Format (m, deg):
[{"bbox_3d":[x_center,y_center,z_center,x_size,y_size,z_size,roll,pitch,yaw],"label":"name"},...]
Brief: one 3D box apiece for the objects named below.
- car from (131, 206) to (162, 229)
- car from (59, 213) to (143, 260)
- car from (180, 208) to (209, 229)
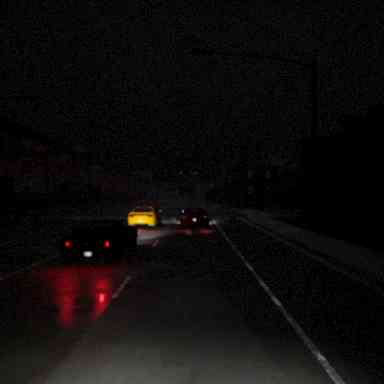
[{"bbox_3d":[-3.288,1.709,23.809,1.882,1.535,5.008,0,-1,0],"label":"car"},{"bbox_3d":[-3.343,1.727,12.950,1.895,1.301,4.718,0,-1,0],"label":"car"},{"bbox_3d":[0.203,1.795,23.766,1.994,1.385,4.181,0,-1,1],"label":"car"}]
